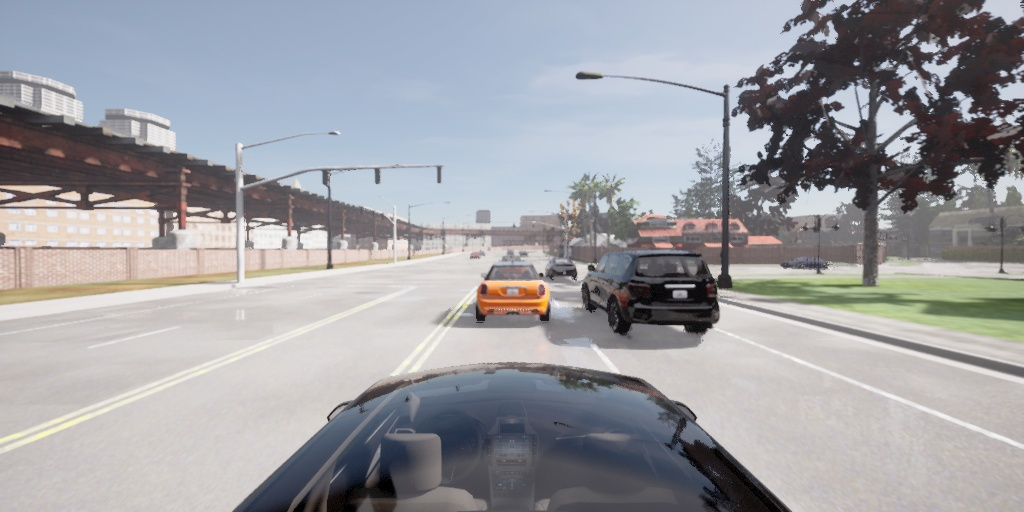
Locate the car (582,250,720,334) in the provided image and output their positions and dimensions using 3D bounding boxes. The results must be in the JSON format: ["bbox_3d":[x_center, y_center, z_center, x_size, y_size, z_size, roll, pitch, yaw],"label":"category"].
[{"bbox_3d":[3.524,0.840,10.200,2.150,2.045,5.566,0,1,0],"label":"car"}]

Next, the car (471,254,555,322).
[{"bbox_3d":[0.022,0.947,11.772,2.097,1.767,4.553,0,1,0],"label":"car"}]

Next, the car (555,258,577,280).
[{"bbox_3d":[3.440,0.870,25.679,2.128,1.511,4.902,0,1,0],"label":"car"}]

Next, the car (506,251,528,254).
[{"bbox_3d":[-0.063,0.683,28.805,2.097,1.767,4.553,0,1,0],"label":"car"}]

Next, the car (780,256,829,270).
[{"bbox_3d":[31.080,0.736,38.191,4.181,1.385,1.994,0,1,-2],"label":"car"}]
